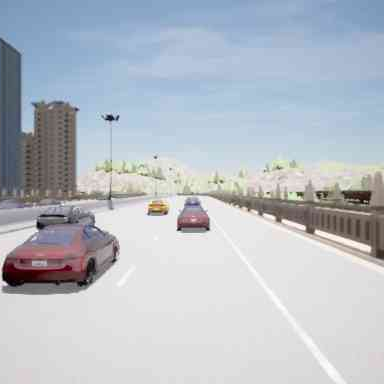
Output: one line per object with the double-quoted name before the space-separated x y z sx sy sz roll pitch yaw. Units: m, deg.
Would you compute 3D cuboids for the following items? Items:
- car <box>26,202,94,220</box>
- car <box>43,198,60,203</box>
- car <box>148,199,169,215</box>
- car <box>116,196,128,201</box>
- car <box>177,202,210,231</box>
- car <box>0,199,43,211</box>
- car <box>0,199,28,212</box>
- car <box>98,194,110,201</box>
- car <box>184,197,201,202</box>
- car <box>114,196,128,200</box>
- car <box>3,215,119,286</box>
"car" -6.906 1.492 18.633 2.128 1.511 4.902 0 0 0
"car" -17.596 1.527 40.825 1.812 1.442 4.674 0 0 0
"car" -3.413 1.479 34.512 1.882 1.535 5.008 0 0 0
"car" -17.262 1.597 82.227 1.895 1.301 4.718 0 0 1
"car" 0.092 1.565 20.882 1.994 1.385 4.181 0 0 0
"car" -14.107 1.548 26.121 2.033 1.411 5.357 0 0 0
"car" -21.097 1.565 38.754 1.994 1.385 4.181 0 0 0
"car" -20.853 1.353 78.984 2.097 1.767 4.553 0 0 1
"car" 0.086 1.354 42.052 2.097 1.767 4.553 0 0 0
"car" -14.022 1.502 65.430 1.837 1.490 4.892 0 0 0
"car" -3.403 1.564 9.429 1.994 1.385 4.181 0 0 0
